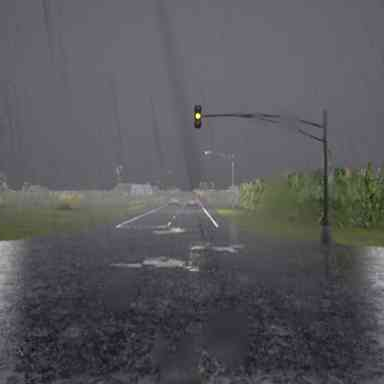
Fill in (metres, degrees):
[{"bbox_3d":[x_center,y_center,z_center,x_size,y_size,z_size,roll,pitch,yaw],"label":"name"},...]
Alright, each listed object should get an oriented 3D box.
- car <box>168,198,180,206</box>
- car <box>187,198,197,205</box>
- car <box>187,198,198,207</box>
[{"bbox_3d":[-3.441,1.890,63.055,1.837,1.490,4.892,0,0,0],"label":"car"},{"bbox_3d":[0.064,1.975,68.878,1.994,1.385,4.181,0,0,0],"label":"car"},{"bbox_3d":[0.055,1.929,58.828,1.994,1.385,4.181,0,0,0],"label":"car"}]
